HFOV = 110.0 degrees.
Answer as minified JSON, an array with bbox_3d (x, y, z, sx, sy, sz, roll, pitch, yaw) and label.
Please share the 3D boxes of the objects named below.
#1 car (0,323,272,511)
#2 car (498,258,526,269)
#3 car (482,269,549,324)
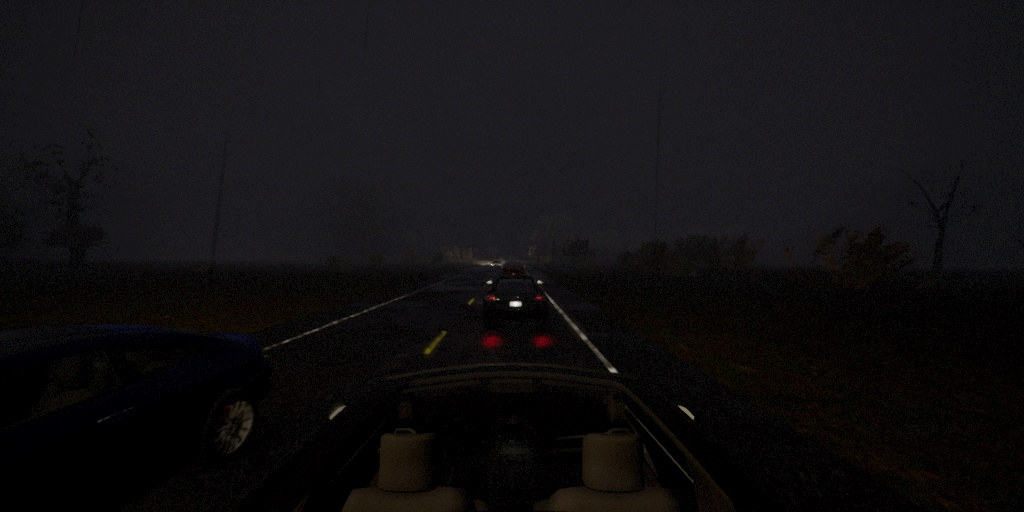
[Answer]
[{"bbox_3d":[-3.599,1.275,2.204,1.812,1.442,4.674,0,0,0],"label":"car"},{"bbox_3d":[0.103,1.167,28.929,1.882,1.535,5.008,0,0,0],"label":"car"},{"bbox_3d":[0.102,1.292,11.910,1.994,1.385,4.181,0,0,0],"label":"car"}]
